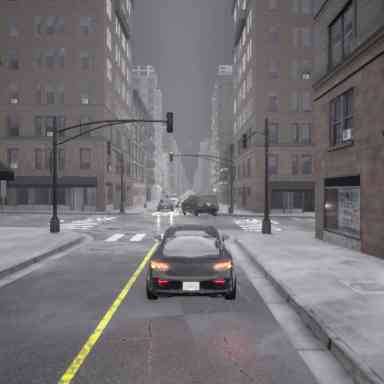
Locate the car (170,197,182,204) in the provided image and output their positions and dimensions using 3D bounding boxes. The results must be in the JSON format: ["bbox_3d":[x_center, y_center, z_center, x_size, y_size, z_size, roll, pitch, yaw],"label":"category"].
[{"bbox_3d":[-3.173,1.647,66.115,2.033,1.411,5.357,0,0,0],"label":"car"}]

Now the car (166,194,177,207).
[{"bbox_3d":[-3.204,1.292,51.457,2.150,2.045,5.566,0,0,0],"label":"car"}]

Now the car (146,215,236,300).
[{"bbox_3d":[-0.012,1.527,8.280,1.812,1.442,4.674,0,0,0],"label":"car"}]

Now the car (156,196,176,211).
[{"bbox_3d":[-3.202,1.555,40.889,1.837,1.490,4.892,0,0,-2],"label":"car"}]

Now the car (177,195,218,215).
[{"bbox_3d":[0.655,1.264,32.228,2.150,2.045,5.566,-1,1,-19],"label":"car"}]
